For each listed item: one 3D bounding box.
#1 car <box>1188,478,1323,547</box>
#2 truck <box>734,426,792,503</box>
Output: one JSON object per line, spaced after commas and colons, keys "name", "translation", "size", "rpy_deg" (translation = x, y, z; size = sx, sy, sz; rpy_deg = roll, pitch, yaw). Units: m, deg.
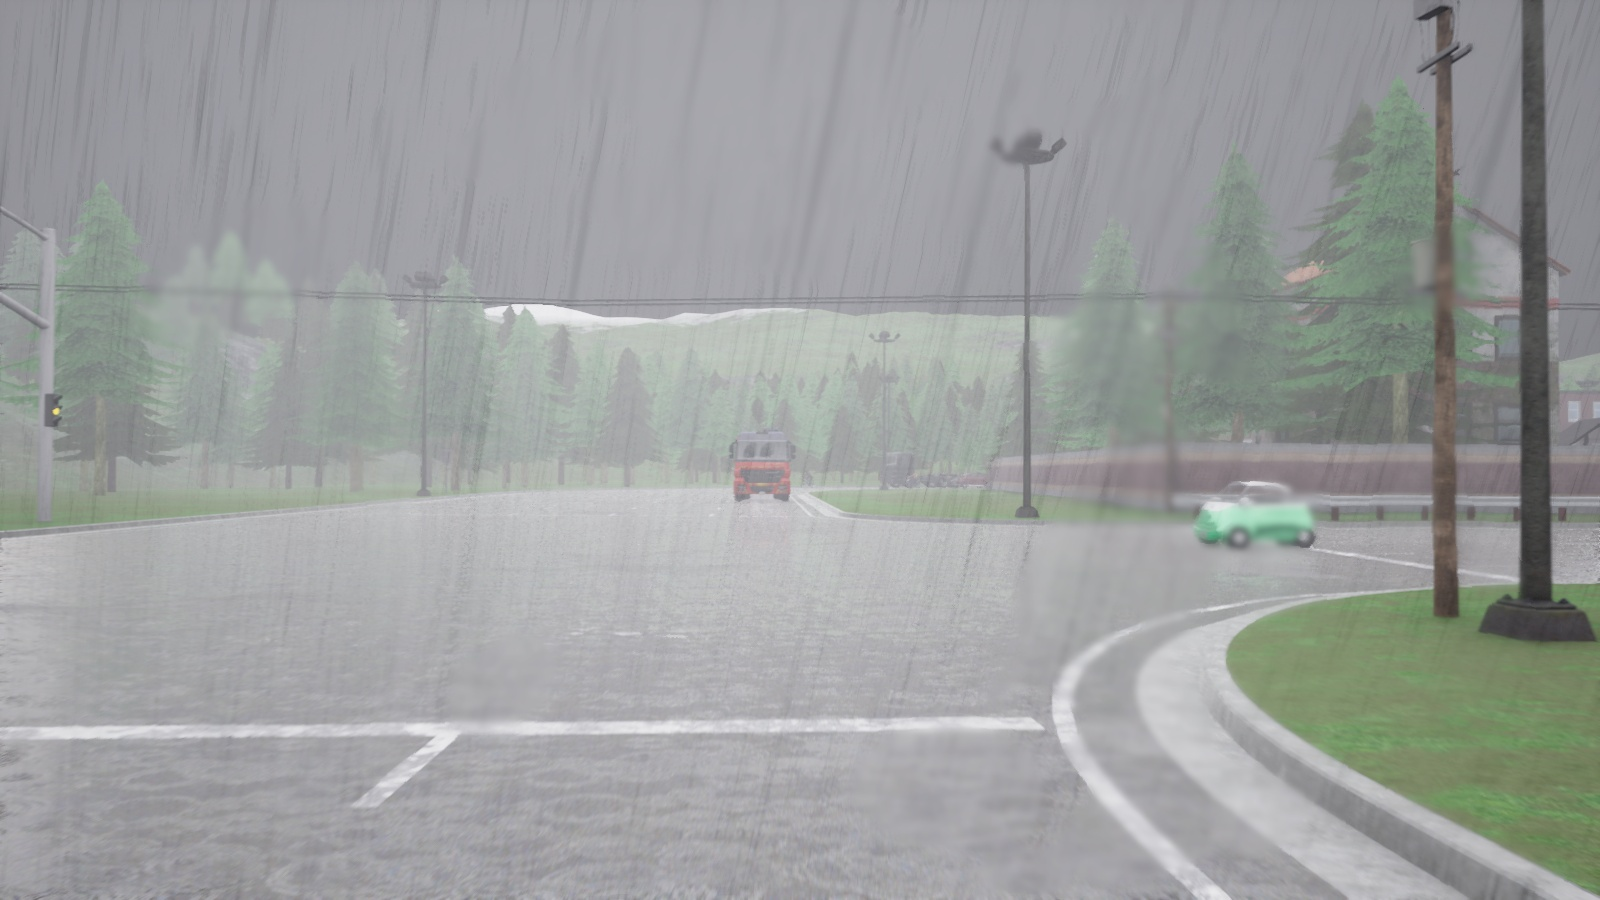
{"name": "car", "translation": [9.409, 1.268, 26.036], "size": [2.207, 1.376, 1.481], "rpy_deg": [0, -1, -6]}
{"name": "truck", "translation": [-1.990, 0.776, 66.802], "size": [2.891, 3.827, 8.468], "rpy_deg": [0, -1, -2]}
